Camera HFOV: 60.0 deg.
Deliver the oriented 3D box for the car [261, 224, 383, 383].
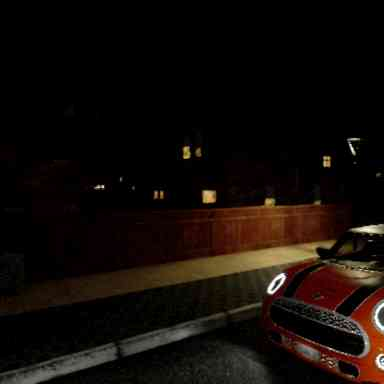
[{"bbox_3d":[3.239,1.359,5.360,4.553,1.767,2.097,0,0,-35],"label":"car"}]
